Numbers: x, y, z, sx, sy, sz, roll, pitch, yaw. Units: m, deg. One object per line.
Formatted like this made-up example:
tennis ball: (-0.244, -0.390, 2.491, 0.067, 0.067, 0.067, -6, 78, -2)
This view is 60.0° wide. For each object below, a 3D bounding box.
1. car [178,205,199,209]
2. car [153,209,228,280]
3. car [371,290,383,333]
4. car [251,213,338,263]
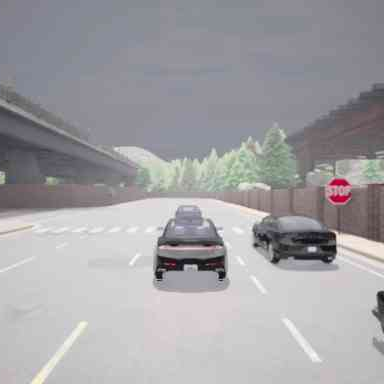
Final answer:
car: (-0.246, 1.559, 21.492, 2.033, 1.411, 5.357, 0, 0, -1)
car: (-0.054, 1.498, 9.939, 2.128, 1.511, 4.902, 0, 0, -1)
car: (3.541, 1.607, 2.673, 1.895, 1.301, 4.718, 0, 0, -1)
car: (3.425, 1.489, 12.013, 1.882, 1.535, 5.008, 0, 0, 0)
